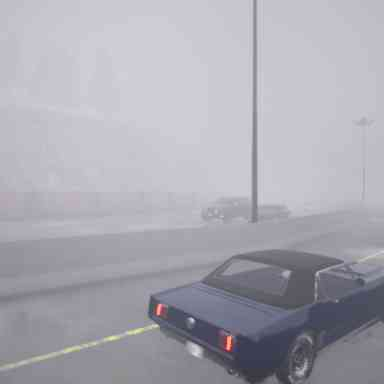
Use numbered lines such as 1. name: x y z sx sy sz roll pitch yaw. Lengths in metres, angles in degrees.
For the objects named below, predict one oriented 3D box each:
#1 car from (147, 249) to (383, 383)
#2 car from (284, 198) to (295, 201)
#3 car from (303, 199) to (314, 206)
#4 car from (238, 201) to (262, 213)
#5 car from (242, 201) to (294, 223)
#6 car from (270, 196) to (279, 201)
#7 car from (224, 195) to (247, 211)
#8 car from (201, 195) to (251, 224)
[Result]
1. car: 1.745 1.635 5.434 4.718 1.301 1.895 0 0 -40
2. car: 18.933 1.911 64.887 2.128 1.511 4.902 0 0 17
3. car: 22.283 2.005 63.861 1.895 1.301 4.718 0 0 17
4. car: 7.150 1.800 40.719 1.994 1.385 4.181 0 0 25
5. car: 6.000 1.657 25.289 1.837 1.490 4.892 0 0 36
6. car: 19.641 1.572 79.474 1.882 1.535 5.008 0 0 17
7. car: 6.280 1.491 47.736 2.150 2.045 5.566 0 0 19
8. car: 2.999 1.372 26.989 2.150 2.045 5.566 0 0 37
